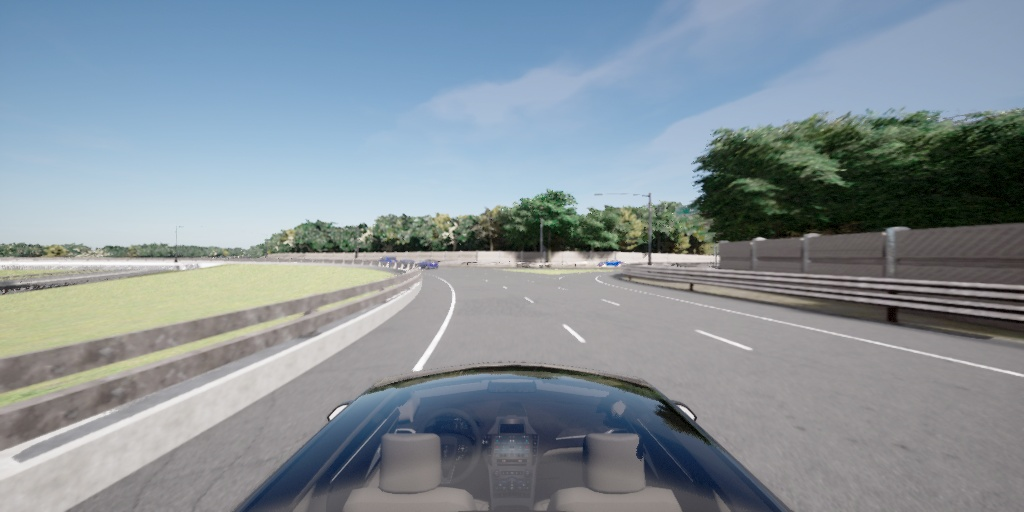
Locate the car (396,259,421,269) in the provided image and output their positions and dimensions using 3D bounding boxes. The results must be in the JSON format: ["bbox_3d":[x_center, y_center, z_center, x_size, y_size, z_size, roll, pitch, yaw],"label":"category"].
[{"bbox_3d":[-16.875,1.450,58.511,1.812,1.442,4.674,1,0,-33],"label":"car"}]

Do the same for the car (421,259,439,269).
[{"bbox_3d":[-14.206,1.302,60.788,2.097,1.767,4.553,1,0,-36],"label":"car"}]
